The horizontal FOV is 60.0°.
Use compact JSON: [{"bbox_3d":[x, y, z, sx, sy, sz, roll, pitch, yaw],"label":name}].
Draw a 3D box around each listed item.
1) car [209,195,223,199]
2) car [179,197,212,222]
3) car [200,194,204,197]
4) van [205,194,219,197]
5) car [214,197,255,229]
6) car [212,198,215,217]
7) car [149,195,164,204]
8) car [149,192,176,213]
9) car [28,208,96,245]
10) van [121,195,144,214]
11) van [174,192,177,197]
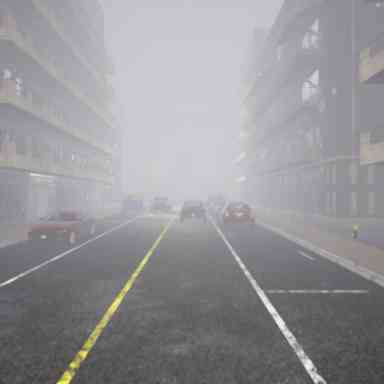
[{"bbox_3d":[2.656,1.351,32.106,1.752,1.417,4.829,1,0,0],"label":"car"},{"bbox_3d":[0.090,1.358,24.876,2.128,1.511,4.902,0,1,0],"label":"car"},{"bbox_3d":[0.083,1.335,41.813,1.994,1.385,4.181,0,0,0],"label":"car"},{"bbox_3d":[2.657,1.136,37.605,1.690,1.788,3.998,1,0,0],"label":"van"},{"bbox_3d":[2.662,1.328,20.594,1.967,1.590,4.097,1,0,0],"label":"car"},{"bbox_3d":[2.658,1.423,26.265,1.947,1.339,4.313,1,0,0],"label":"car"},{"bbox_3d":[-5.791,1.251,54.683,2.008,1.369,4.403,1,0,0],"label":"car"},{"bbox_3d":[-3.110,1.168,33.900,2.097,1.767,4.553,0,0,0],"label":"car"},{"bbox_3d":[-5.684,1.464,14.993,1.887,1.381,4.507,1,0,0],"label":"car"},{"bbox_3d":[-5.688,1.167,32.004,1.690,1.788,3.998,1,0,0],"label":"van"},{"bbox_3d":[-5.619,0.824,92.727,1.690,1.788,3.998,1,0,0],"label":"van"}]
